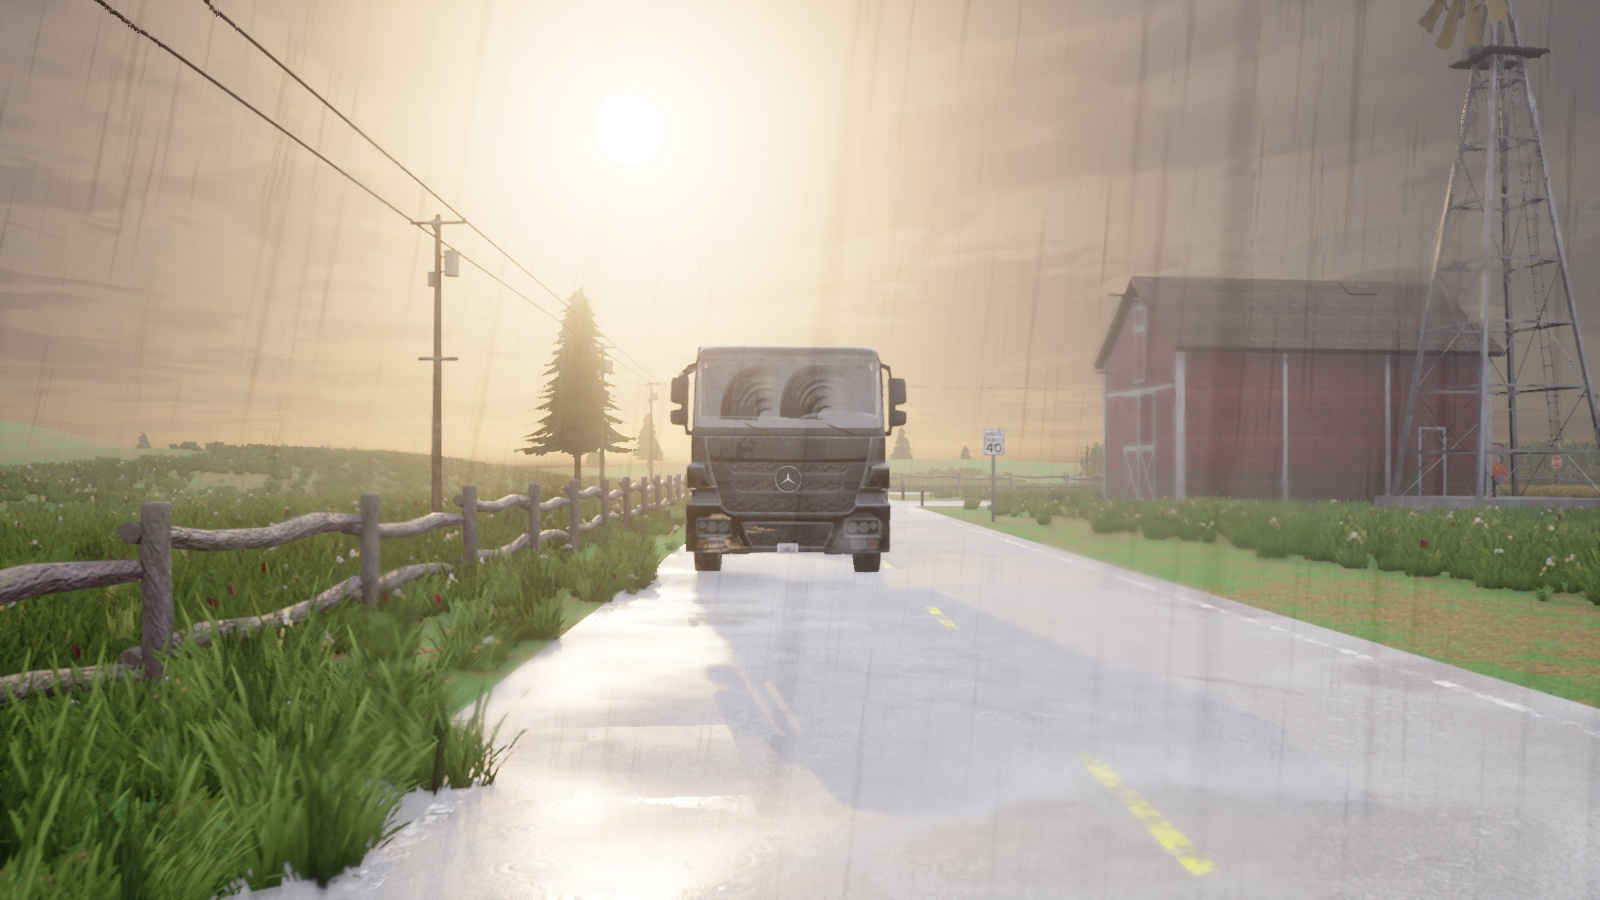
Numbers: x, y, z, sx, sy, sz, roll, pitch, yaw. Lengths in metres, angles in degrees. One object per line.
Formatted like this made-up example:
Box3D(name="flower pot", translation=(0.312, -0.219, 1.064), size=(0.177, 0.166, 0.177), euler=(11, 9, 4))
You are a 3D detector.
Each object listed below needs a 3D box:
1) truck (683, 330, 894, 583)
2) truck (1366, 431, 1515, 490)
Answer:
Box3D(name="truck", translation=(-0.203, 0.142, 21.190), size=(2.891, 3.462, 7.936), euler=(0, -1, -1))
Box3D(name="truck", translation=(42.108, 0.696, 82.694), size=(8.468, 3.827, 2.891), euler=(0, -1, -6))
